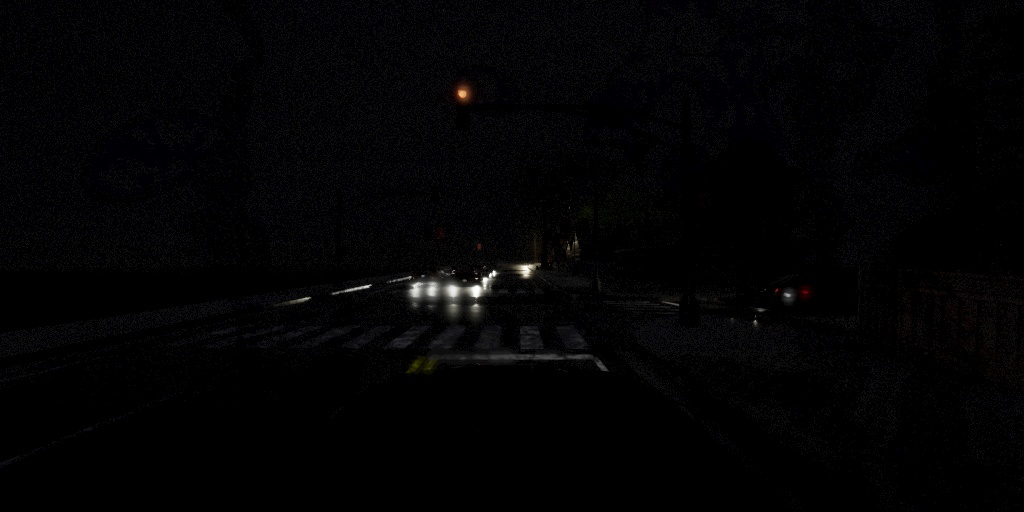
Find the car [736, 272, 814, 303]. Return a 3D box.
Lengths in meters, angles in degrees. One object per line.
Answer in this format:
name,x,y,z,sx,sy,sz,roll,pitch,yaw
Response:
car,13.065,1.508,16.544,5.008,1.535,1.882,1,-2,-2

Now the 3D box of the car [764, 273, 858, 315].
car,12.479,1.498,13.669,4.181,1.385,1.994,1,-2,-2

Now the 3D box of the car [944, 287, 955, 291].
car,22.953,1.739,16.913,5.357,1.411,2.033,1,-2,-3

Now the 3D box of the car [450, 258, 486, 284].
car,-3.305,1.109,26.847,2.097,1.767,4.553,0,0,-1

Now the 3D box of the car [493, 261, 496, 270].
car,-3.335,1.282,44.635,1.812,1.442,4.674,0,0,0

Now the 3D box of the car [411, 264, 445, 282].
car,-6.598,1.321,28.636,1.994,1.385,4.181,0,0,0

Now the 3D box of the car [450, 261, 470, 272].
car,-6.588,1.357,46.123,1.895,1.301,4.718,0,0,0

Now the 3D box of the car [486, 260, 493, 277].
car,-3.343,1.108,35.676,2.097,1.767,4.553,0,0,0
